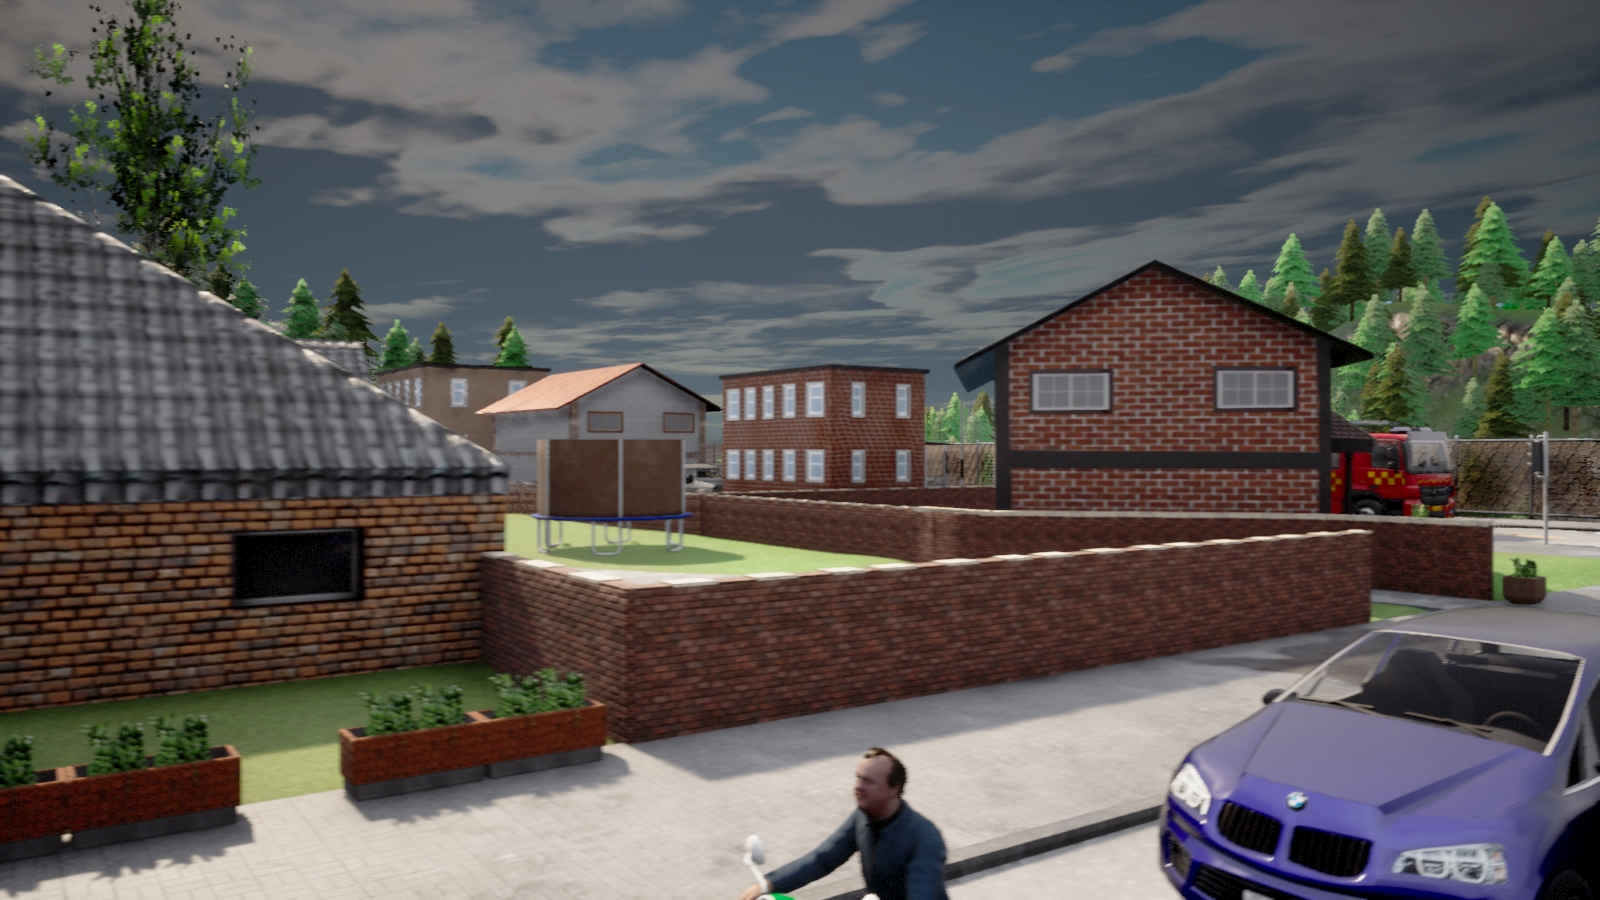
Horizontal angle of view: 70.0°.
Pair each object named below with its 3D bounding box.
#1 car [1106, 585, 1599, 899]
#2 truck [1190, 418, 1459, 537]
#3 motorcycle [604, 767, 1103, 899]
[{"bbox_3d":[4.390,1.966,7.353,4.611,1.667,2.242,0,0,-35],"label":"car"},{"bbox_3d":[18.468,0.885,40.915,2.891,3.827,8.468,0,0,-35],"label":"truck"},{"bbox_3d":[0.246,2.141,4.468,1.805,1.316,0.856,0,0,-35],"label":"motorcycle"}]
